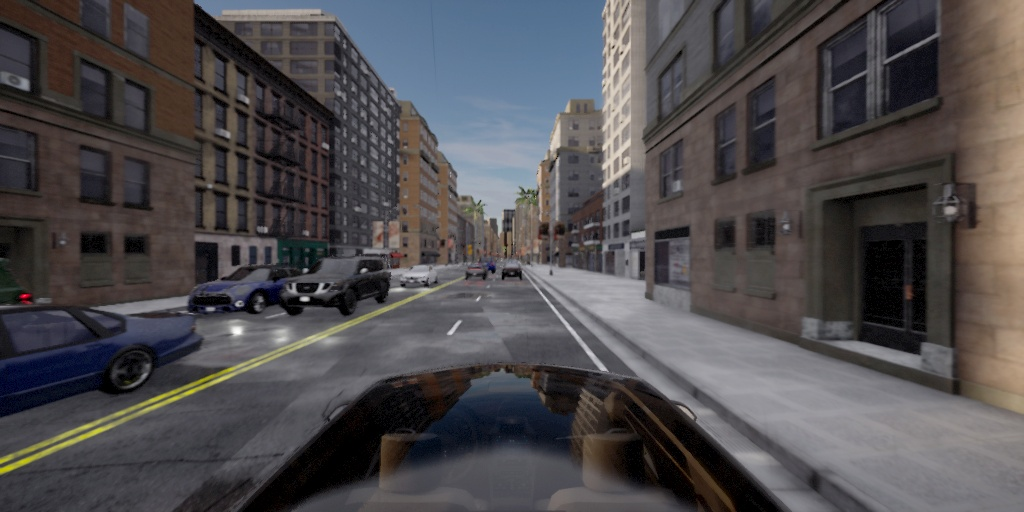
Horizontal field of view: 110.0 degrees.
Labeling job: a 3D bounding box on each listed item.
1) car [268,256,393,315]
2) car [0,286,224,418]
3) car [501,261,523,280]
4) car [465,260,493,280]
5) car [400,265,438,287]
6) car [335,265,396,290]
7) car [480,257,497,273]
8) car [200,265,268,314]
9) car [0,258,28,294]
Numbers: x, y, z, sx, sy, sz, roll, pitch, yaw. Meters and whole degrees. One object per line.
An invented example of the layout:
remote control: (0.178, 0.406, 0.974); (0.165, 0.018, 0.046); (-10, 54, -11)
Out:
car: (-6.602, 1.029, 14.197); (2.150, 2.045, 5.566); (0, 0, 0)
car: (-6.570, 1.308, 4.024); (2.033, 1.411, 5.357); (0, 0, 4)
car: (0.010, 1.380, 33.645); (1.882, 1.535, 5.008); (0, 0, 0)
car: (-3.240, 1.394, 33.713); (2.128, 1.511, 4.902); (0, 0, 0)
car: (-6.585, 1.389, 25.896); (1.812, 1.442, 4.674); (0, 0, 0)
car: (-9.841, 1.404, 24.648); (2.033, 1.411, 5.357); (0, 0, 0)
car: (-3.216, 1.195, 46.935); (2.150, 2.045, 5.566); (0, 0, 1)
car: (-9.842, 1.159, 13.949); (2.097, 1.767, 4.553); (0, 0, 0)
car: (-9.848, 0.983, 4.255); (2.150, 2.045, 5.566); (0, 0, -2)
